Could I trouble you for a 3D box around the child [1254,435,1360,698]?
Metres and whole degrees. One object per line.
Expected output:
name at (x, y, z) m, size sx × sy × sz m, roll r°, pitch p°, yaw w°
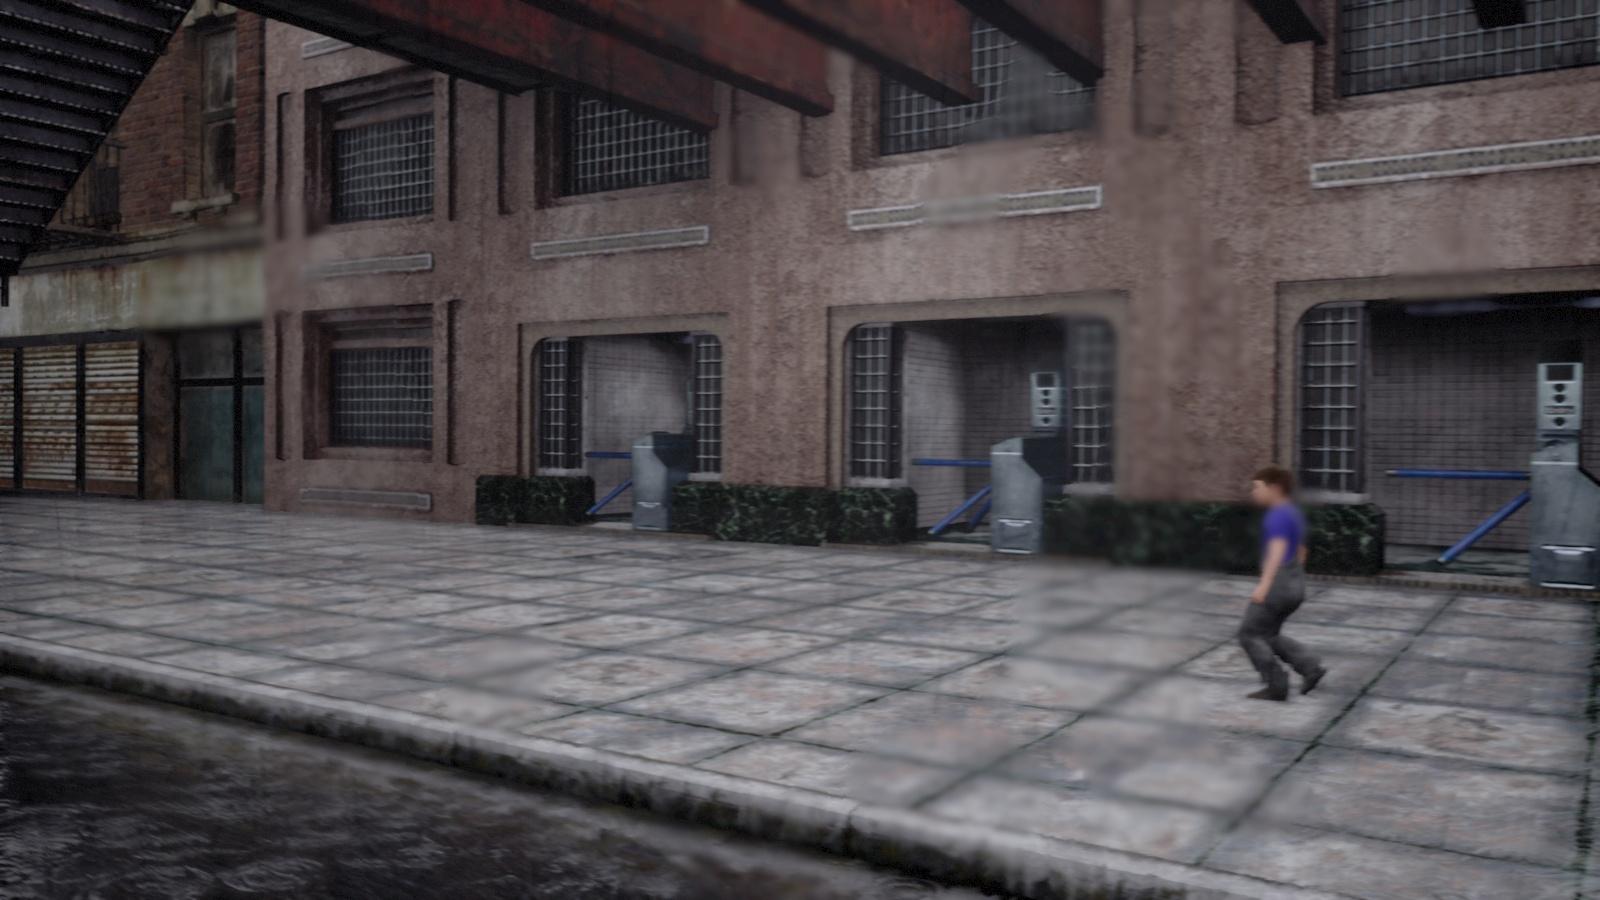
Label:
child at (2.530, 0.560, 6.270) m, size 0.437 × 1.263 × 0.270 m, roll 0°, pitch 1°, yaw 36°
